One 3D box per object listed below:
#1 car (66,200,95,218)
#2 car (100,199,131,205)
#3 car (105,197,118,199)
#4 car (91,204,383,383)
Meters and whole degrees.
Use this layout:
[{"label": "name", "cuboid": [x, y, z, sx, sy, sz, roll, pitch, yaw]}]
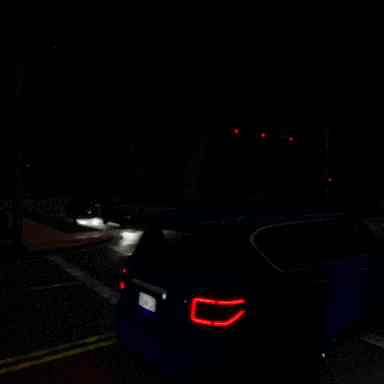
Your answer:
[{"label": "car", "cuboid": [-10.272, 1.513, 30.867, 2.128, 1.511, 4.902, 0, 0, -35]}, {"label": "car", "cuboid": [-4.558, 1.500, 22.696, 1.882, 1.535, 5.008, 0, 0, -35]}, {"label": "car", "cuboid": [-13.194, 1.525, 53.643, 1.882, 1.535, 5.008, 0, 0, -35]}, {"label": "car", "cuboid": [1.573, 1.233, 5.203, 5.566, 2.045, 2.150, 0, 0, -41]}]
